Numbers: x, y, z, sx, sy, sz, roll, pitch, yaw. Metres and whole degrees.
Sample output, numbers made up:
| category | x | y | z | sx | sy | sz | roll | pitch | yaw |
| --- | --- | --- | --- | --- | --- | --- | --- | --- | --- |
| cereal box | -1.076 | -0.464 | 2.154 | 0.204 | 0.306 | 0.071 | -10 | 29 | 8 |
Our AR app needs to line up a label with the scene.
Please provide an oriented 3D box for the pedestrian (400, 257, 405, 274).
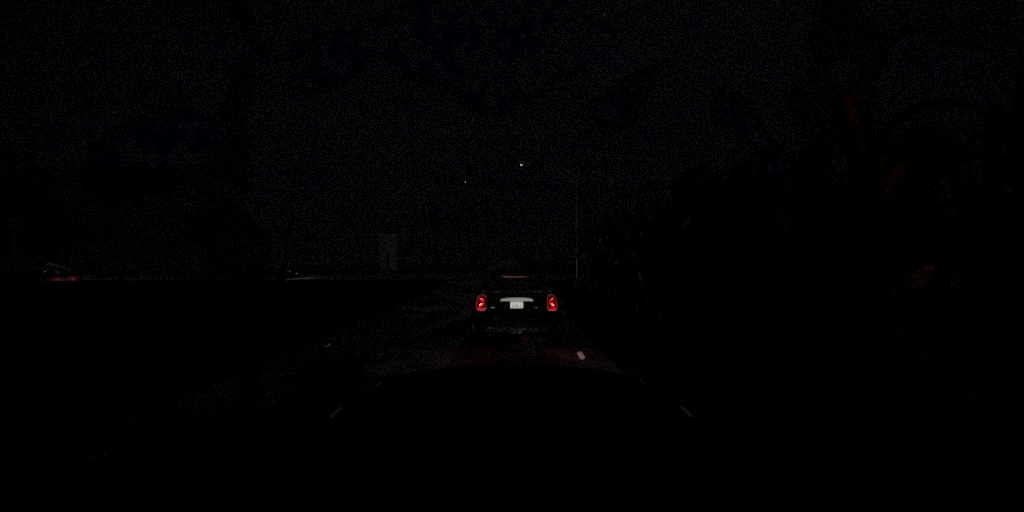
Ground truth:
| category | x | y | z | sx | sy | sz | roll | pitch | yaw |
| --- | --- | --- | --- | --- | --- | --- | --- | --- | --- |
| pedestrian | -12.081 | 1.000 | 39.529 | 0.375 | 1.860 | 0.375 | 0 | 2 | 0 |

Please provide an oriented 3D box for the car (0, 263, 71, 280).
| category | x | y | z | sx | sy | sz | roll | pitch | yaw |
| --- | --- | --- | --- | --- | --- | --- | --- | --- | --- |
| car | -44.805 | 1.450 | 33.564 | 4.902 | 1.511 | 2.128 | -1 | 2 | 0 |

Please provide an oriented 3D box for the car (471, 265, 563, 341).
| category | x | y | z | sx | sy | sz | roll | pitch | yaw |
| --- | --- | --- | --- | --- | --- | --- | --- | --- | --- |
| car | 0.114 | 1.100 | 10.002 | 2.097 | 1.767 | 4.553 | 0 | 0 | 0 |

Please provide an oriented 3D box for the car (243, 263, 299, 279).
| category | x | y | z | sx | sy | sz | roll | pitch | yaw |
| --- | --- | --- | --- | --- | --- | --- | --- | --- | --- |
| car | -22.497 | 1.356 | 33.549 | 4.674 | 1.442 | 1.812 | 0 | 2 | 0 |

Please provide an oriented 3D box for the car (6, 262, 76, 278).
| category | x | y | z | sx | sy | sz | roll | pitch | yaw |
| --- | --- | --- | --- | --- | --- | --- | --- | --- | --- |
| car | -47.766 | 1.436 | 36.428 | 4.674 | 1.442 | 1.812 | -1 | 2 | 0 |
